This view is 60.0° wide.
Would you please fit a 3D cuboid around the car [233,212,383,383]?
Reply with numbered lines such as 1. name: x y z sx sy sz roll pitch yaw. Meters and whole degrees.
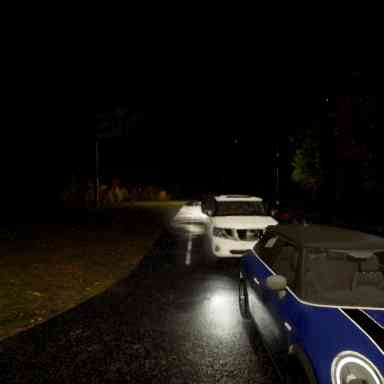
1. car: 1.929 1.338 4.220 2.097 1.767 4.553 0 0 -1

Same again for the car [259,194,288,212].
1. car: 8.912 1.161 36.594 2.097 1.767 4.553 0 0 1

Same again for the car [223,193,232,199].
1. car: 9.494 1.049 89.320 2.128 1.511 4.902 0 0 1

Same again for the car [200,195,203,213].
1. car: 1.893 1.295 34.813 1.882 1.535 5.008 0 0 1

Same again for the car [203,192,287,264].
1. car: 1.645 1.153 11.912 2.150 2.045 5.566 0 0 1
